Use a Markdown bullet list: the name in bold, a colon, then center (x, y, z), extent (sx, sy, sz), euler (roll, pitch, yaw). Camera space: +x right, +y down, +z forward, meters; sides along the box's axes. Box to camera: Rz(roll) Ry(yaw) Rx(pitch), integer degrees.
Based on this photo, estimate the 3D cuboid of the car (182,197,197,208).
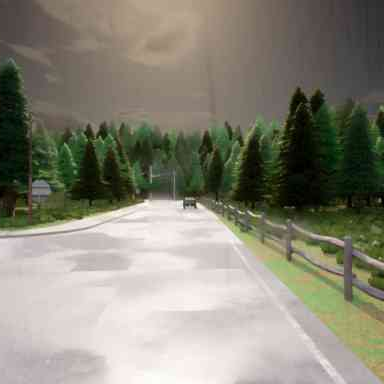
- **car**: center (-0.340, 1.513, 47.568), extent (1.837, 1.490, 4.892), euler (0, 0, -2)
